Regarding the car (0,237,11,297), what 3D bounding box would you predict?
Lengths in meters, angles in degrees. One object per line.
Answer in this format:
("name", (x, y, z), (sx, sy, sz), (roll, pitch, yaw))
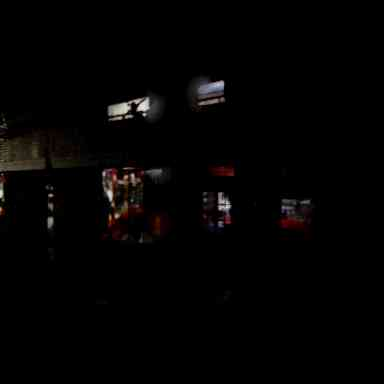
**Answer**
("car", (-5.792, 1.363, 6.991), (5.009, 1.841, 2.192), (0, 1, 36))
